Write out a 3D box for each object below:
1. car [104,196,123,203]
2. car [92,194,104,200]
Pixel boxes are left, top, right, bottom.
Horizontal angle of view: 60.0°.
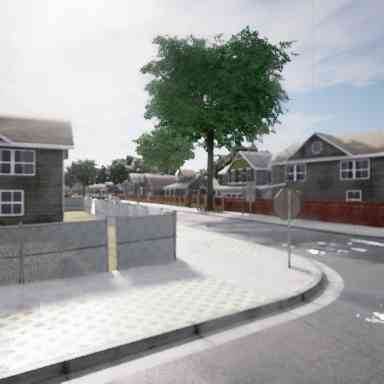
[{"bbox_3d":[-12.210,1.521,52.496,1.837,1.490,4.892,0,0,-23],"label":"car"},{"bbox_3d":[-23.815,1.301,86.329,2.097,1.767,4.553,0,0,-23],"label":"car"}]
